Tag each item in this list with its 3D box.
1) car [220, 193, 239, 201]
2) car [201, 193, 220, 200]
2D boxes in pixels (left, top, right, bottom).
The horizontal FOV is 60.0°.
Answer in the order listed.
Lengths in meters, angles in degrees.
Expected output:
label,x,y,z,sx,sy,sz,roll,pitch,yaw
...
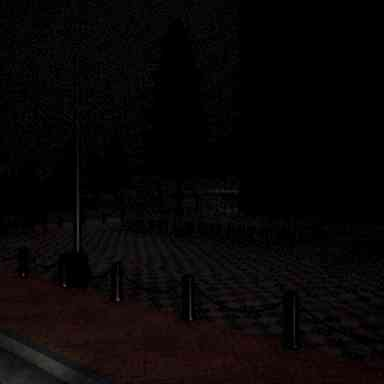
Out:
label,x,y,z,sx,sy,sz,roll,pitch,yaw
car,9.691,1.507,84.649,3.633,1.501,1.845,0,0,35
car,5.334,1.542,91.355,3.806,1.475,1.970,0,0,35
